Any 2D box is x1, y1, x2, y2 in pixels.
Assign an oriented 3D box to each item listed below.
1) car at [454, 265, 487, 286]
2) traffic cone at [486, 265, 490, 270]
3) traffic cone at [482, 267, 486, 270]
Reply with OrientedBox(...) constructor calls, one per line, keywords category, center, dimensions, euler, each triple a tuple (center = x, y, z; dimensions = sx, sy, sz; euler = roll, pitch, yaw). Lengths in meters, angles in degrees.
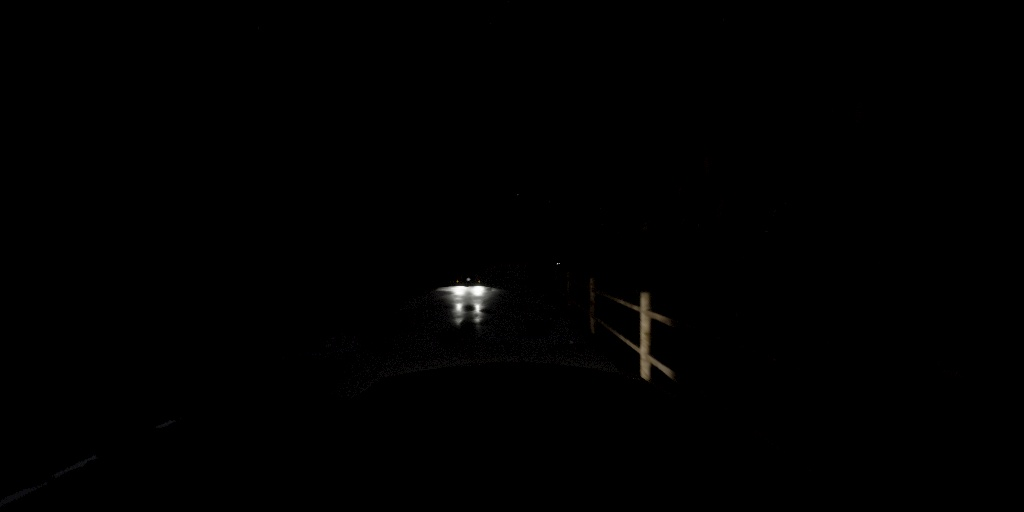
OrientedBox(category="car", center=(-2.848, 1.333, 25.380), dimensions=(1.994, 1.385, 4.181), euler=(0, 0, 0))
OrientedBox(category="traffic cone", center=(-3.854, 1.729, 53.457), dimensions=(0.340, 0.580, 0.340), euler=(0, 0, 0))
OrientedBox(category="traffic cone", center=(-3.993, 1.735, 48.486), dimensions=(0.340, 0.580, 0.340), euler=(0, 0, -1))
